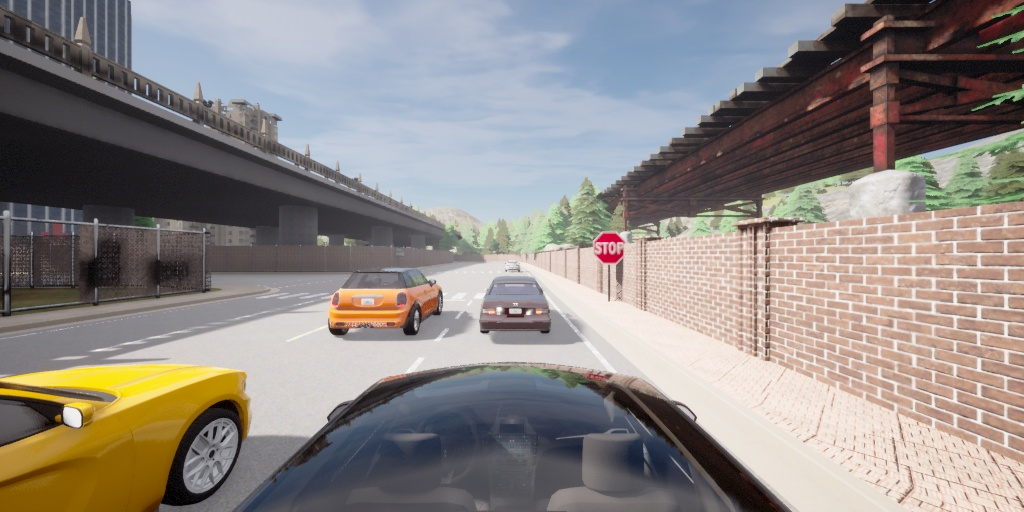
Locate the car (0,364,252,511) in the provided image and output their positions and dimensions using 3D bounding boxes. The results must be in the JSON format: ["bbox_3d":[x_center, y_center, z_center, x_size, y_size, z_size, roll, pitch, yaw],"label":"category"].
[{"bbox_3d":[-3.398,1.228,1.366,1.882,1.535,5.008,0,0,0],"label":"car"}]

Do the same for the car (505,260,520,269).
[{"bbox_3d":[0.074,1.276,45.516,1.812,1.442,4.674,0,0,-1],"label":"car"}]

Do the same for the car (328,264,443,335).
[{"bbox_3d":[-3.425,1.102,10.623,2.097,1.767,4.553,0,0,0],"label":"car"}]

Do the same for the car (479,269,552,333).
[{"bbox_3d":[0.076,1.297,10.647,2.033,1.411,5.357,0,0,0],"label":"car"}]
